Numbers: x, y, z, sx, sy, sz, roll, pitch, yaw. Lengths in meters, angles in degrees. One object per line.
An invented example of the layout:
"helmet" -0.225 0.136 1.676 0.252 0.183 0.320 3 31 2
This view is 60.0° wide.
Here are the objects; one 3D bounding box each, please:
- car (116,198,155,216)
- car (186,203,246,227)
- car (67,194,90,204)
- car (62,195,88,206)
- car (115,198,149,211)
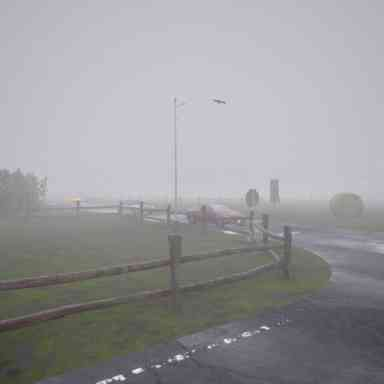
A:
"car" -5.292 1.430 30.745 1.895 1.301 4.718 -1 1 -36
"car" 1.406 1.433 21.493 1.812 1.442 4.674 -1 1 -36
"car" -18.474 1.153 53.926 2.033 1.411 5.357 -1 1 -36
"car" -16.743 1.166 46.635 1.882 1.535 5.008 -1 1 -35
"car" -6.908 1.351 37.997 1.895 1.301 4.718 -1 1 -36
